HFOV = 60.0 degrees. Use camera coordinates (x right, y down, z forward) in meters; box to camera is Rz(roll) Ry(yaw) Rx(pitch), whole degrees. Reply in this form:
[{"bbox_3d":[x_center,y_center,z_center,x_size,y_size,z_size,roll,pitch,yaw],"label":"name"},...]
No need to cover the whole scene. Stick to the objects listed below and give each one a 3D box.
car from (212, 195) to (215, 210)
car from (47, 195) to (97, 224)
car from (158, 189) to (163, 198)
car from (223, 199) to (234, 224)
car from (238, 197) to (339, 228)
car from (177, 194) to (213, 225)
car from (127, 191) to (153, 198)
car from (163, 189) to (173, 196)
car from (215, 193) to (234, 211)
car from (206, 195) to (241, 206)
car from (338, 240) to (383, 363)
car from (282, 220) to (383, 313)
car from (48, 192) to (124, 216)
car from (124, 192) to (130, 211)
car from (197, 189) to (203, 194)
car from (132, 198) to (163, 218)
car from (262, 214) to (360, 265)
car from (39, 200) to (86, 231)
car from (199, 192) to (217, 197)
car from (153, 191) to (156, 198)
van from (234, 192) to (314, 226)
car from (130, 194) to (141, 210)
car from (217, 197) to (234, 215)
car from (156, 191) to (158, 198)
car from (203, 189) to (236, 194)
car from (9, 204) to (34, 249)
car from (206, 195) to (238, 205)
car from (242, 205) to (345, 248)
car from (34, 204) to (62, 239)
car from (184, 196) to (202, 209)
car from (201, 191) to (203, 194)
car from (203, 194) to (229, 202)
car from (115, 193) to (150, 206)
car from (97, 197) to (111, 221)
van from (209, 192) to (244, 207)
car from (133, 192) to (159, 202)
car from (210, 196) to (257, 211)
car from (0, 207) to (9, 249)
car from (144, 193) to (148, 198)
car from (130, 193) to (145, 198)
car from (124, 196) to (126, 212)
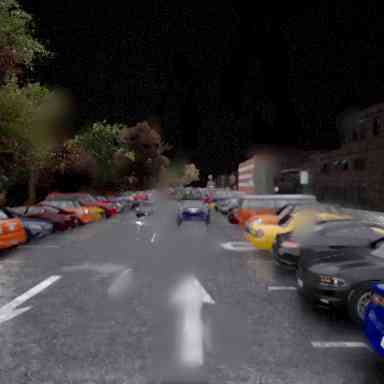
[{"bbox_3d":[4.524,1.281,31.328,4.892,1.521,2.231,0,0,0],"label":"car"},{"bbox_3d":[-8.514,1.231,20.168,4.553,1.767,2.185,0,0,0],"label":"car"},{"bbox_3d":[-8.587,0.814,59.156,5.566,2.045,2.435,0,0,0],"label":"car"},{"bbox_3d":[4.563,1.387,20.195,4.792,1.488,2.163,0,0,0],"label":"car"},{"bbox_3d":[4.566,1.268,14.627,4.553,1.767,2.185,0,0,0],"label":"car"},{"bbox_3d":[0.093,1.210,23.009,2.097,1.767,4.553,0,0,0],"label":"car"},{"bbox_3d":[-8.582,0.923,45.107,5.566,2.045,2.435,0,0,0],"label":"car"},{"bbox_3d":[-8.212,0.487,90.778,4.553,1.767,2.185,0,1,0],"label":"car"},{"bbox_3d":[4.562,1.175,28.543,4.553,1.767,2.185,0,0,0],"label":"car"},{"bbox_3d":[4.531,1.153,48.027,4.892,1.521,2.231,0,0,0],"label":"car"},{"bbox_3d":[4.533,1.460,3.494,5.008,1.535,2.097,0,0,0],"label":"car"},{"bbox_3d":[4.543,1.444,6.277,5.008,1.535,2.097,0,0,0],"label":"car"},{"bbox_3d":[-8.520,1.067,25.739,5.566,2.045,2.435,0,0,0],"label":"car"},{"bbox_3d":[-8.581,1.153,31.309,4.553,1.767,2.185,0,0,0],"label":"car"},{"bbox_3d":[4.294,0.699,85.133,4.792,1.488,2.163,0,1,0],"label":"car"},{"bbox_3d":[-3.608,1.420,28.558,1.895,1.301,4.718,0,0,0],"label":"car"},{"bbox_3d":[4.534,1.468,9.062,4.674,1.452,2.002,0,0,0],"label":"car"},{"bbox_3d":[-8.540,1.375,17.384,5.008,1.535,2.097,0,0,0],"label":"car"},{"bbox_3d":[4.327,0.682,87.960,4.674,1.452,2.002,0,1,0],"label":"car"},{"bbox_3d":[-8.588,0.983,53.462,4.553,1.767,2.185,0,0,0],"label":"car"},{"bbox_3d":[4.652,1.150,17.347,4.442,1.987,1.878,0,0,0],"label":"van"},{"bbox_3d":[-8.522,1.267,36.879,4.792,1.488,2.163,0,0,0],"label":"car"},{"bbox_3d":[4.529,1.359,25.761,4.674,1.452,2.002,0,0,0],"label":"car"},{"bbox_3d":[-8.589,0.962,56.247,4.553,1.767,2.185,0,0,0],"label":"car"},{"bbox_3d":[4.555,0.944,42.459,5.566,2.045,2.435,0,0,0],"label":"car"},{"bbox_3d":[-8.512,1.284,11.814,4.553,1.767,2.185,0,0,0],"label":"car"},{"bbox_3d":[4.553,1.160,50.810,4.792,1.488,2.163,0,0,0],"label":"car"},{"bbox_3d":[4.722,1.408,11.844,5.366,1.575,1.946,0,0,0],"label":"car"},{"bbox_3d":[-8.547,1.432,14.600,4.674,1.452,2.002,0,0,0],"label":"car"},{"bbox_3d":[0.087,1.274,40.977,2.033,1.411,5.357,0,0,0],"label":"car"},{"bbox_3d":[4.707,1.063,59.159,5.366,1.575,1.946,0,0,0],"label":"car"},{"bbox_3d":[4.505,1.086,61.801,4.674,1.452,2.002,-1,0,0],"label":"car"},{"bbox_3d":[-8.524,1.026,48.017,4.553,1.767,2.185,0,0,0],"label":"car"},{"bbox_3d":[-8.552,1.337,22.954,5.008,1.535,2.097,0,0,0],"label":"car"},{"bbox_3d":[4.642,0.949,45.118,4.442,1.987,1.878,0,0,0],"label":"van"},{"bbox_3d":[-8.528,0.918,61.943,4.553,1.767,2.185,0,0,0],"label":"car"},{"bbox_3d":[4.535,1.239,36.894,4.892,1.521,2.231,0,0,0],"label":"car"},{"bbox_3d":[-8.515,1.176,9.029,5.566,2.045,2.435,0,0,0],"label":"car"},{"bbox_3d":[-8.739,1.192,42.324,5.366,1.575,1.946,0,0,0],"label":"car"},{"bbox_3d":[-8.558,1.216,39.665,5.008,1.535,2.097,0,0,0],"label":"car"},{"bbox_3d":[-8.555,1.300,28.524,4.892,1.521,2.231,0,0,0],"label":"car"}]
